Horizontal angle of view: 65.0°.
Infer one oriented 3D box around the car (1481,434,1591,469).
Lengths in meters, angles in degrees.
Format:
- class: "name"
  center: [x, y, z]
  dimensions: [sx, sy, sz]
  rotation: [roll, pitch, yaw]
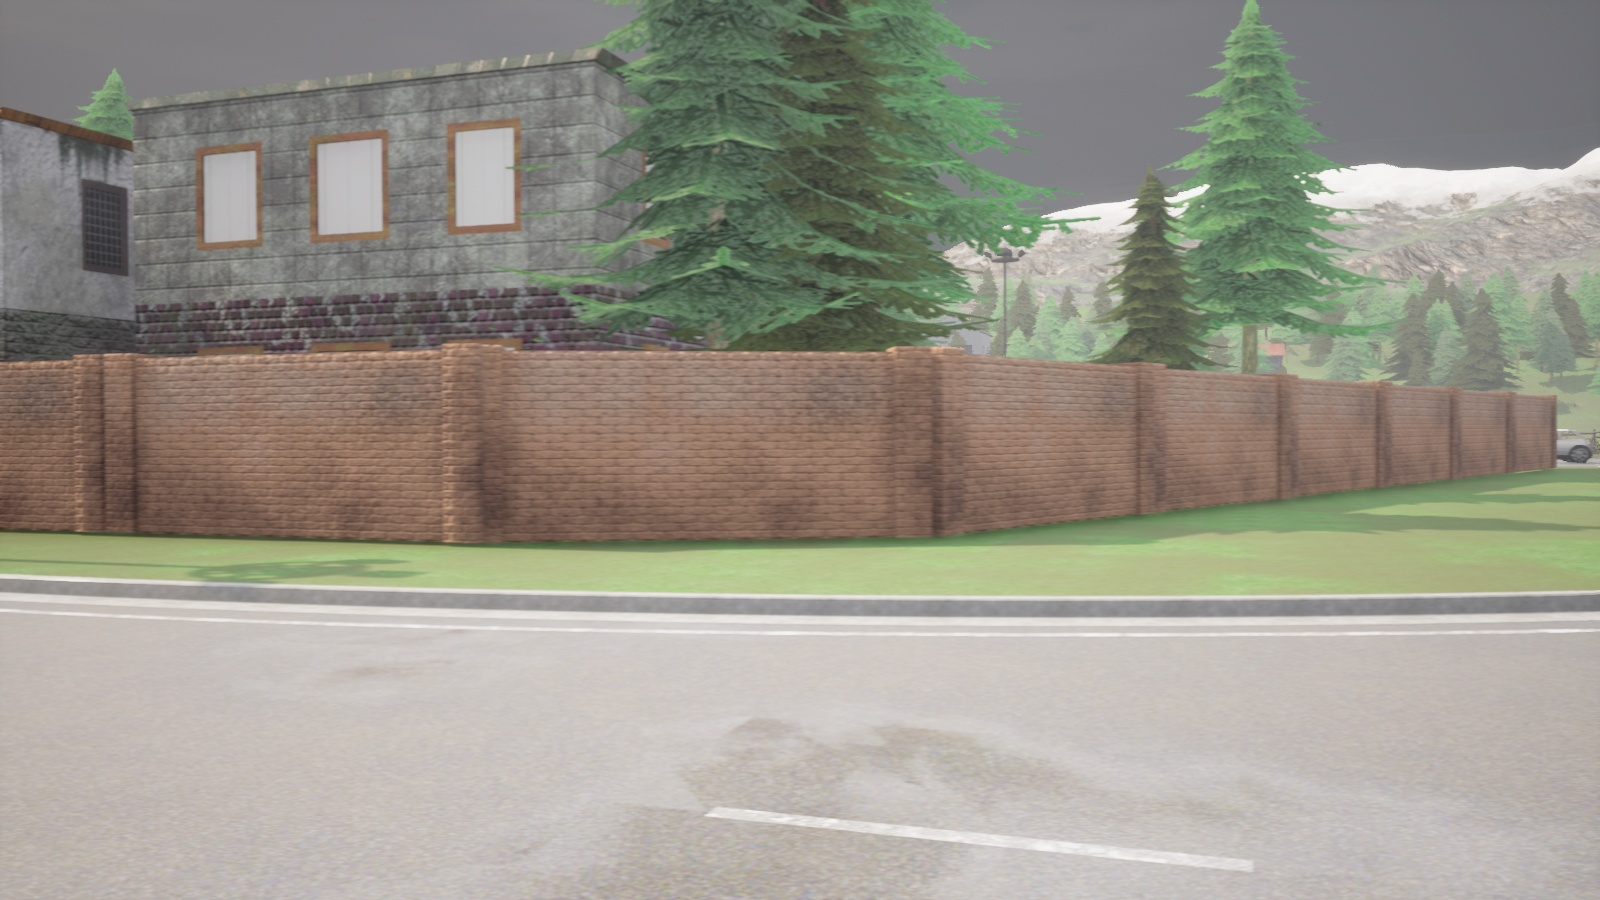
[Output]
- class: "car"
  center: [32.069, 0.035, 54.815]
  dimensions: [3.806, 1.475, 1.970]
  rotation: [1, 1, 19]
